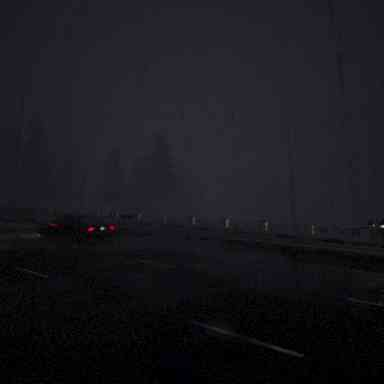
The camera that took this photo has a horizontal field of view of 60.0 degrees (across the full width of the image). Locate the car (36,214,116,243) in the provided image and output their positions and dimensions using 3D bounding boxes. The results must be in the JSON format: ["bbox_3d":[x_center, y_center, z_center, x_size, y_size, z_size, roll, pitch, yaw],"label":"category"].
[{"bbox_3d":[-6.428,1.903,18.203,5.357,1.411,2.033,-1,-2,39],"label":"car"}]
